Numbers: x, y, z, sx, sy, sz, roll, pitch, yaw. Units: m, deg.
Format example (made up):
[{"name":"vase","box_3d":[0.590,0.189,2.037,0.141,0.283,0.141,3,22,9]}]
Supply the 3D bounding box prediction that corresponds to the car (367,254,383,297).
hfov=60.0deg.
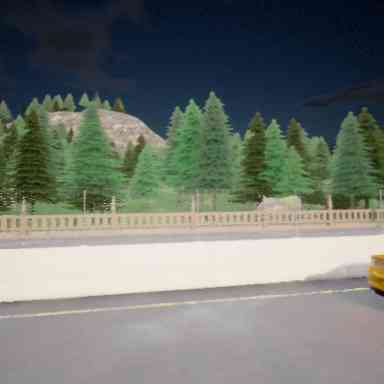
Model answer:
[{"name":"car","box_3d":[6.339,1.670,7.182,5.008,1.535,1.882,0,-2,-13]}]
